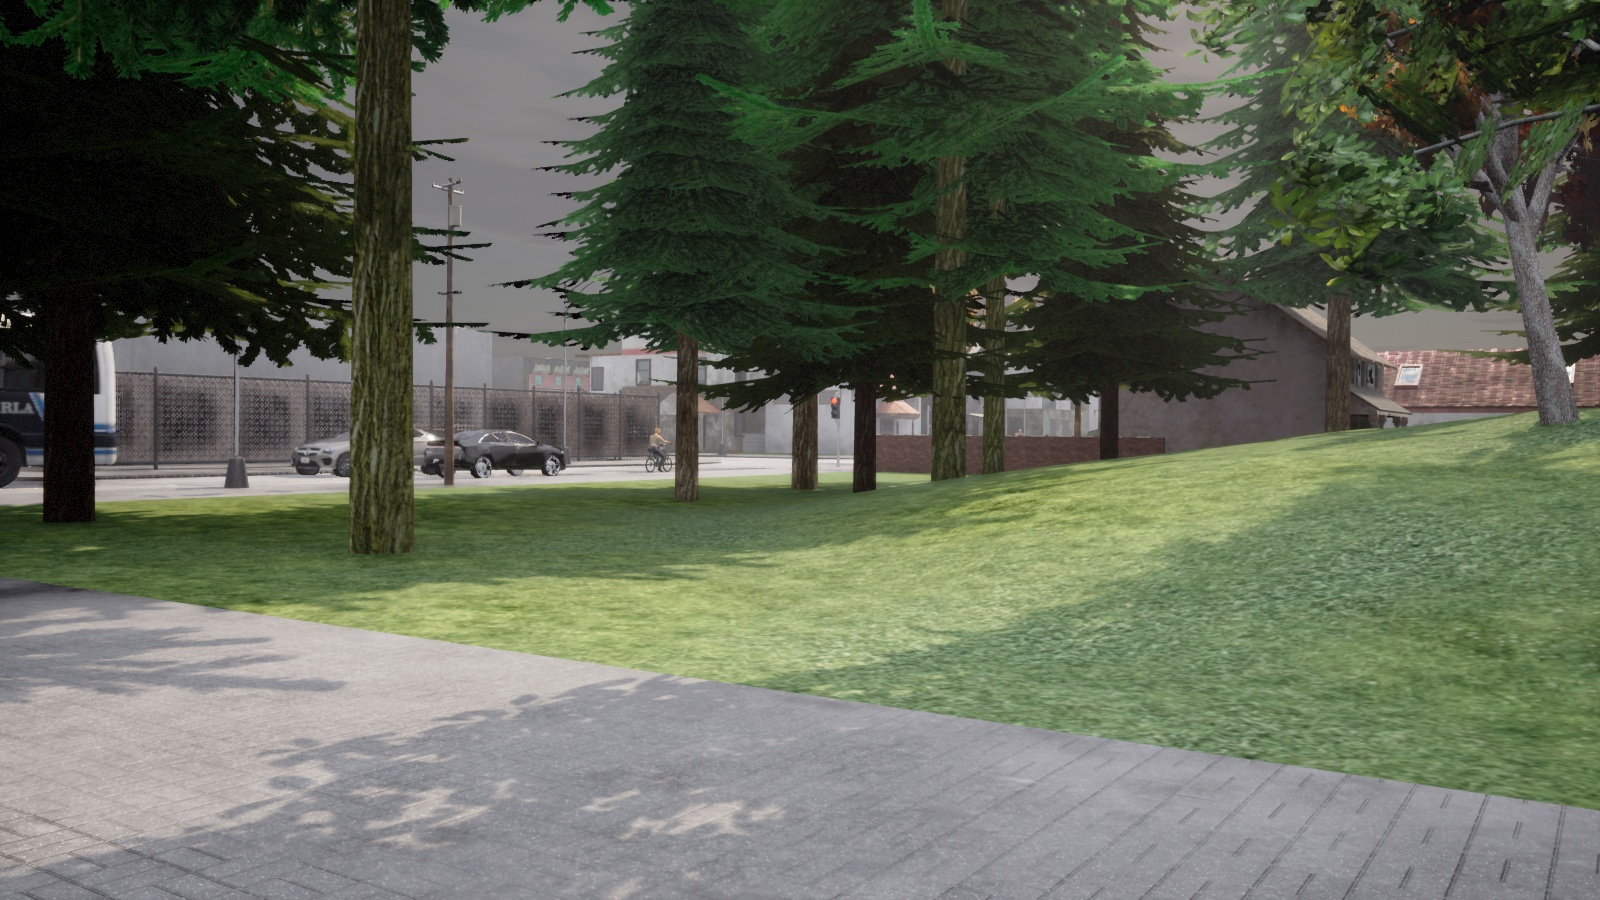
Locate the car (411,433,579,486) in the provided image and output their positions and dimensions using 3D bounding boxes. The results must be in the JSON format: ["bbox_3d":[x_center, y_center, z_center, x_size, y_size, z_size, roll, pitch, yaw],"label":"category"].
[{"bbox_3d":[-9.367,0.240,38.970,2.128,1.511,4.902,0,1,34],"label":"car"}]

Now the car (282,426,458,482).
[{"bbox_3d":[-13.556,0.088,39.895,2.152,1.651,5.027,0,1,33],"label":"car"}]

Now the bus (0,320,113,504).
[{"bbox_3d":[-21.506,-0.831,27.883,3.944,4.253,10.273,0,1,33],"label":"bus"}]

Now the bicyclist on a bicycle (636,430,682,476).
[{"bbox_3d":[-5.094,0.094,45.400,0.866,1.612,1.509,0,1,33],"label":"bicyclist on a bicycle"}]

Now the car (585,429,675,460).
[{"bbox_3d":[-9.463,-0.293,69.872,4.611,1.667,2.242,0,1,34],"label":"car"}]
